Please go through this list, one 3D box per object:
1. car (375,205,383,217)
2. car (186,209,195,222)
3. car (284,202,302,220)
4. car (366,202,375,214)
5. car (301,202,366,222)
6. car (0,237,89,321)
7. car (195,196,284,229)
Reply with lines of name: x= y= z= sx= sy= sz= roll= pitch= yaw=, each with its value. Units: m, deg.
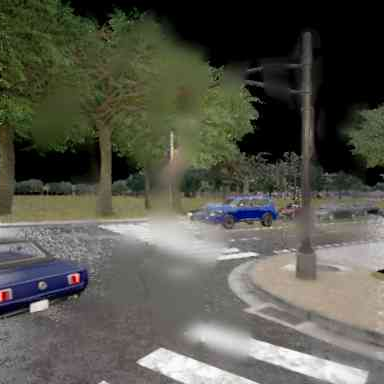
car: x=20.679 y=1.759 z=33.107 sx=4.674 sy=1.442 sz=1.812 roll=1 pitch=0 yaw=-31
car: x=1.863 y=1.570 z=25.523 sx=4.902 sy=1.511 sz=2.128 roll=0 pitch=0 yaw=-31
car: x=9.674 y=1.667 z=30.249 sx=4.674 sy=1.442 sz=1.812 roll=0 pitch=0 yaw=-31
car: x=18.138 y=1.778 z=35.369 sx=4.181 sy=1.385 sz=1.994 roll=1 pitch=0 yaw=-31
car: x=11.843 y=1.649 z=27.766 sx=4.902 sy=1.511 sz=2.128 roll=0 pitch=0 yaw=-31
car: x=-4.308 y=1.602 z=6.775 sx=4.718 sy=1.301 sz=1.895 roll=-1 pitch=-1 yaw=36
car: x=3.287 y=1.310 z=22.588 sx=5.566 sy=2.045 sz=2.150 roll=1 pitch=0 yaw=-31
